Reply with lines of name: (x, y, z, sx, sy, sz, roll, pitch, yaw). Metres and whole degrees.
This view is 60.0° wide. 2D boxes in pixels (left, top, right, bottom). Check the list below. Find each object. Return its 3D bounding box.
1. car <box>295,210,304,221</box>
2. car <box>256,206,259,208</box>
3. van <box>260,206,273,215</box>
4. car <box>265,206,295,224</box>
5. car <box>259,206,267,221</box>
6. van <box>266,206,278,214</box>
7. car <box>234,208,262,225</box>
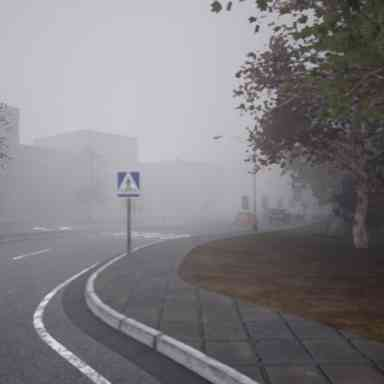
car: (17.446, 4.112, 55.917, 1.895, 1.301, 4.718, 0, -2, 29)
car: (15.436, 4.293, 76.091, 2.435, 2.045, 5.566, 0, -2, 29)
van: (18.066, 4.481, 80.869, 1.878, 1.987, 4.442, 0, -2, 29)
car: (12.350, 3.398, 46.535, 2.150, 2.045, 5.566, 0, -2, 28)
car: (13.247, 3.649, 54.766, 2.150, 2.045, 5.566, 0, -2, 29)
van: (20.741, 4.644, 85.726, 1.878, 1.987, 4.442, 0, -2, 29)
car: (7.185, 3.338, 43.615, 2.097, 1.767, 4.553, 0, -3, 28)
